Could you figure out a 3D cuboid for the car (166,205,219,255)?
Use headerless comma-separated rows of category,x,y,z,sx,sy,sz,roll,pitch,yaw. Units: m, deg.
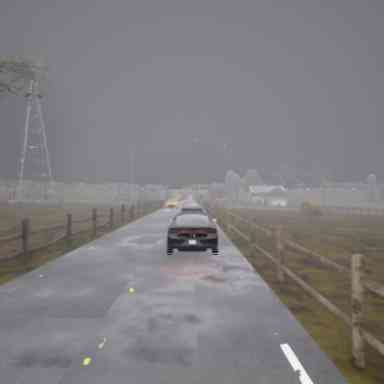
car,0.025,1.538,13.674,1.882,1.535,5.008,0,0,0

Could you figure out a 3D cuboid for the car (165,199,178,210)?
car,-2.942,1.833,50.293,1.882,1.535,5.008,0,-1,0

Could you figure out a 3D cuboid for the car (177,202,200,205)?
car,-0.005,1.617,28.725,1.882,1.535,5.008,0,0,0
